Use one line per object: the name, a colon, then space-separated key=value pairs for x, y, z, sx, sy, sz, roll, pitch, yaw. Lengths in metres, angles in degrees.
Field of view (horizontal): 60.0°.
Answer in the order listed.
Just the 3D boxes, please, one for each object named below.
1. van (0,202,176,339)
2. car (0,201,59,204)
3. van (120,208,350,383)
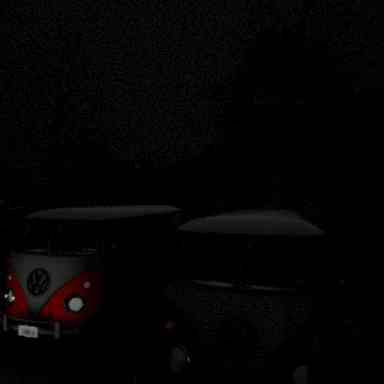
van: x=-1.515 y=1.257 z=6.452 sx=1.878 sy=1.987 sz=4.442 roll=1 pitch=-1 yaw=16
car: x=-3.903 y=1.234 z=8.324 sx=2.435 sy=2.045 sz=5.566 roll=0 pitch=-1 yaw=16
van: x=0.909 y=1.258 z=4.724 sx=1.878 sy=1.987 sz=4.442 roll=1 pitch=-1 yaw=16
